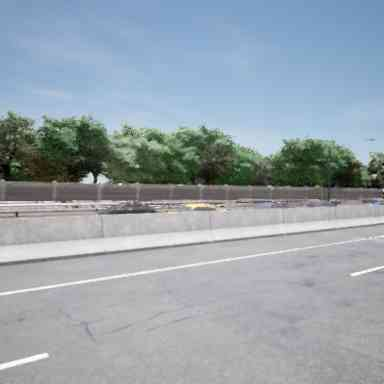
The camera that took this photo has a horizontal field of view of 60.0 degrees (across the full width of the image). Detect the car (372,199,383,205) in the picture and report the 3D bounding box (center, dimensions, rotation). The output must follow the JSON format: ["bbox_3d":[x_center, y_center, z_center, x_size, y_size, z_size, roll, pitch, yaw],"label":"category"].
[{"bbox_3d":[22.010,1.679,36.872,4.892,1.490,1.837,1,-1,-35],"label":"car"}]

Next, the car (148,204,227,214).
[{"bbox_3d":[0.052,1.530,21.207,5.008,1.535,1.882,0,0,-35],"label":"car"}]

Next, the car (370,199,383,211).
[{"bbox_3d":[25.541,1.684,43.643,5.008,1.535,1.882,1,0,-36],"label":"car"}]

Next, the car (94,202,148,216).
[{"bbox_3d":[-5.181,1.550,26.075,4.892,1.490,1.837,0,0,-35],"label":"car"}]

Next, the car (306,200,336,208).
[{"bbox_3d":[15.912,1.723,41.126,4.181,1.385,1.994,0,0,-35],"label":"car"}]

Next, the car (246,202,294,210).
[{"bbox_3d":[7.287,1.648,30.665,5.357,1.411,2.033,0,0,-36],"label":"car"}]
